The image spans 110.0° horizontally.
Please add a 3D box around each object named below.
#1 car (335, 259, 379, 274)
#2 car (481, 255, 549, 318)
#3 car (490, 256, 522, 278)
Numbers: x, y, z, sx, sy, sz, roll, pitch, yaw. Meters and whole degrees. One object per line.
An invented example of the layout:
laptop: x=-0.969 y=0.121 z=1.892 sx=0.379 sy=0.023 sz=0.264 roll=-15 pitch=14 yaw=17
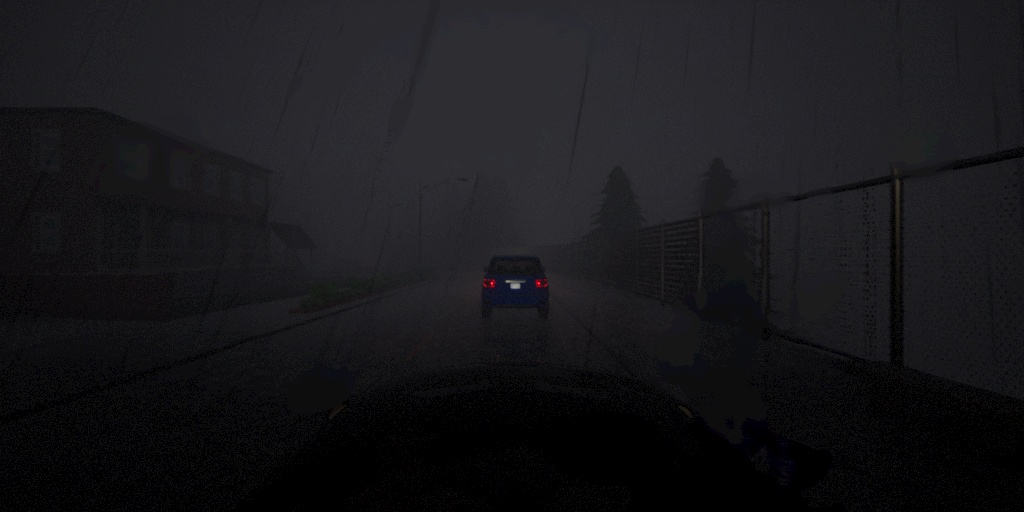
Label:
car: x=-17.091 y=1.138 z=39.432 sx=4.553 sy=1.767 sz=2.097 roll=0 pitch=0 yaw=0
car: x=0.101 y=0.983 z=13.240 sx=2.150 sy=2.045 sz=5.566 roll=0 pitch=0 yaw=0
car: x=-0.674 y=1.007 z=36.142 sx=2.150 sy=2.045 sz=5.566 roll=1 pitch=0 yaw=-12
